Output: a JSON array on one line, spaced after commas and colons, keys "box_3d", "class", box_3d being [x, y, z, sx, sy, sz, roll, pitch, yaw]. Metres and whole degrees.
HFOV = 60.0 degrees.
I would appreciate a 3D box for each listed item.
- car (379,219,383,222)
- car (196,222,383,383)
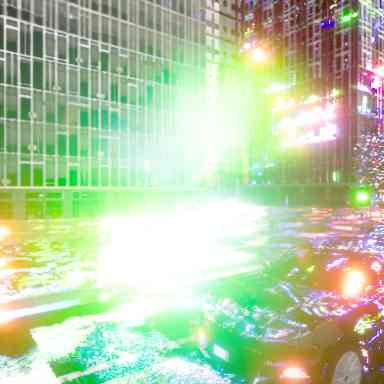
[{"box_3d": [8.196, 1.399, 12.406, 4.097, 1.590, 1.967, 0, 0, -36], "class": "car"}, {"box_3d": [2.350, 1.463, 5.044, 5.008, 1.535, 1.882, 0, 0, -35], "class": "car"}]
